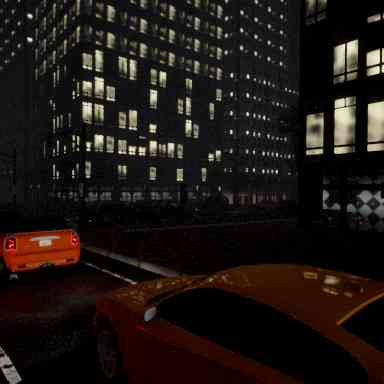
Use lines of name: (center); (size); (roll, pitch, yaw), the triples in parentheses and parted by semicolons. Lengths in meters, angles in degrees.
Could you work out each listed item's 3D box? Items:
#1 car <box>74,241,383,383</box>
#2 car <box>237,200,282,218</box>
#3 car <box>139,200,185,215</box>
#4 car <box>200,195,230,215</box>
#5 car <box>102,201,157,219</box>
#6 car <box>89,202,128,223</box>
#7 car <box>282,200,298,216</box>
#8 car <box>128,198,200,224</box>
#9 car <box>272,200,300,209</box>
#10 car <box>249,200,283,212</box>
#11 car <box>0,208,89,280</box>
car: (0.743, 1.476, 3.256); (1.882, 1.535, 5.008); (0, 0, -40)
car: (6.701, 1.832, 33.907); (4.829, 1.417, 1.752); (1, 0, -39)
car: (-3.228, 1.647, 36.635); (4.829, 1.417, 1.752); (1, 0, -39)
car: (1.882, 1.423, 37.430); (5.566, 2.045, 2.150); (1, 1, -39)
car: (-5.797, 1.642, 31.206); (4.674, 1.442, 1.812); (1, 1, -38)
car: (-5.973, 1.620, 26.929); (5.008, 1.535, 1.882); (1, 1, -39)
car: (10.945, 1.935, 37.358); (4.206, 1.307, 1.802); (1, 0, -39)
car: (-2.181, 1.523, 26.684); (5.009, 1.841, 2.192); (1, 0, -39)
car: (14.403, 1.881, 50.969); (4.313, 1.339, 1.947); (1, 0, -39)
car: (9.767, 1.814, 43.838); (4.674, 1.442, 1.812); (1, 1, -39)
car: (-5.189, 1.347, 10.304); (2.097, 1.767, 4.553); (0, 0, -40)
